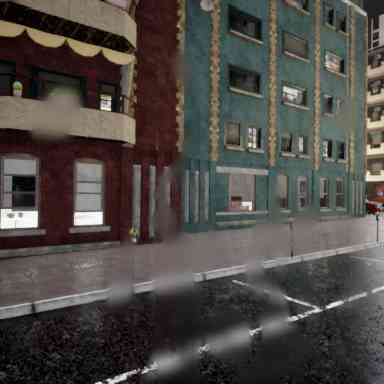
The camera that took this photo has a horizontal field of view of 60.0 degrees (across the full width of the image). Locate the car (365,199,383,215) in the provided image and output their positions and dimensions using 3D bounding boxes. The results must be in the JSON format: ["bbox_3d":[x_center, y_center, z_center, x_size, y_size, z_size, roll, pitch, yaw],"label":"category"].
[{"bbox_3d":[15.690,1.240,32.190,2.192,1.841,5.009,1,0,-36],"label":"car"}]
